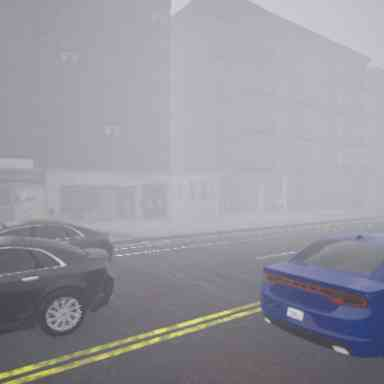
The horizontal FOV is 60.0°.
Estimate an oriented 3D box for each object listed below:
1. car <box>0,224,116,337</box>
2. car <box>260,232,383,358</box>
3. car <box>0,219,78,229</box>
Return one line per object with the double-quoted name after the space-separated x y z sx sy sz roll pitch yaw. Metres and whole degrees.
-3.639 1.505 5.080 4.892 1.490 1.837 0 0 -35 "car"
3.385 1.455 5.855 5.008 1.535 1.882 0 0 -35 "car"
-4.450 1.500 8.494 4.892 1.490 1.837 0 0 -35 "car"
